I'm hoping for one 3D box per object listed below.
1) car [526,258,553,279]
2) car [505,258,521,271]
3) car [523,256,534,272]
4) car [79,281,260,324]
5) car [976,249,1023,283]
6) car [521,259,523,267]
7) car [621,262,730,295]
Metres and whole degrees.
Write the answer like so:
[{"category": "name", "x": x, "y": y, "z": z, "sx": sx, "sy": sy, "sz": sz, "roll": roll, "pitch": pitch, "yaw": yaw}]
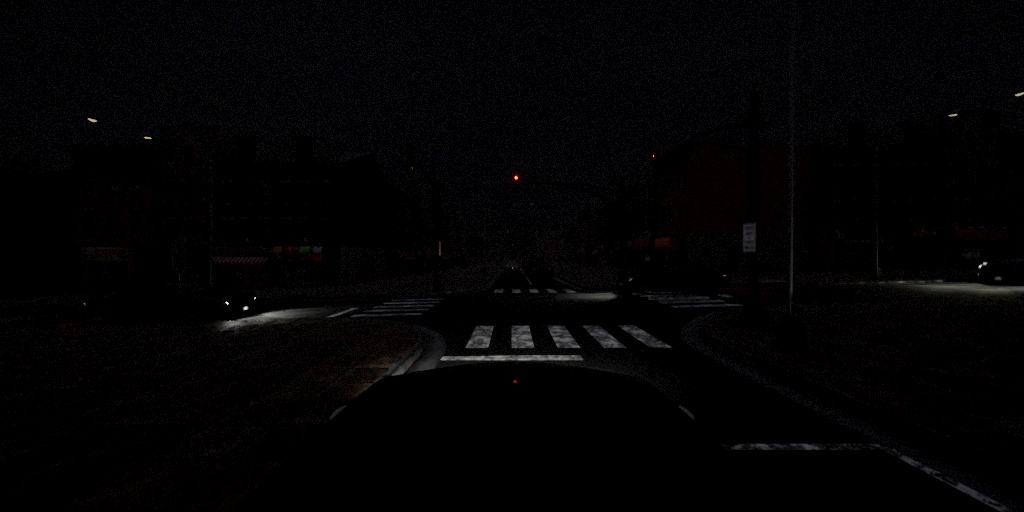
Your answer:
[{"category": "car", "x": 2.633, "y": 1.225, "z": 33.174, "sx": 1.967, "sy": 1.591, "sz": 4.097, "roll": 0, "pitch": 0, "yaw": 0}, {"category": "car", "x": 0.094, "y": 1.353, "z": 49.243, "sx": 1.812, "sy": 1.442, "sz": 4.674, "roll": 0, "pitch": 0, "yaw": 0}, {"category": "car", "x": 2.632, "y": 1.112, "z": 38.575, "sx": 2.192, "sy": 1.841, "sz": 5.009, "roll": 0, "pitch": 0, "yaw": 0}, {"category": "car", "x": -12.586, "y": 1.643, "z": 13.344, "sx": 5.357, "sy": 1.411, "sz": 2.033, "roll": -2, "pitch": 0, "yaw": 0}, {"category": "car", "x": 24.415, "y": 0.399, "z": 16.362, "sx": 4.553, "sy": 1.767, "sz": 2.097, "roll": -1, "pitch": 0, "yaw": 0}, {"category": "car", "x": 2.631, "y": 1.127, "z": 43.978, "sx": 2.192, "sy": 1.841, "sz": 5.009, "roll": 0, "pitch": 0, "yaw": 0}, {"category": "car", "x": 7.547, "y": 1.007, "z": 16.863, "sx": 4.674, "sy": 1.442, "sz": 1.812, "roll": -1, "pitch": 1, "yaw": 9}]
